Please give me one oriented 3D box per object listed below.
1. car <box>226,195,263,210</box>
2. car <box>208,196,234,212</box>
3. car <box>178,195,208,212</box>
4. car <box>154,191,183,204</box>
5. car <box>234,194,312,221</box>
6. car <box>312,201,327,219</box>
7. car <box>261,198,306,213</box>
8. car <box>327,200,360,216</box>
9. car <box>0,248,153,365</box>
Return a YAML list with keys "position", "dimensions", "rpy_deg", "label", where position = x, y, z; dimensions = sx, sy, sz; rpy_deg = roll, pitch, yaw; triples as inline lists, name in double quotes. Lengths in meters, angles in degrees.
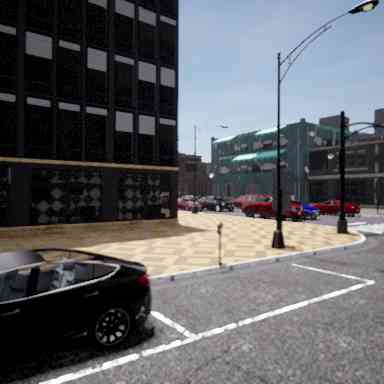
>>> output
- position: [6.075, 1.153, 38.739]
  dimensions: [1.967, 1.590, 4.097]
  rpy_deg: [1, 0, -36]
  label: "car"
- position: [2.353, 1.204, 34.009]
  dimensions: [1.837, 1.490, 4.892]
  rpy_deg: [0, 0, -36]
  label: "car"
- position: [-0.681, 1.247, 33.776]
  dimensions: [1.802, 1.307, 4.206]
  rpy_deg: [1, 0, -36]
  label: "car"
- position: [-3.772, 0.817, 52.146]
  dimensions: [2.192, 1.841, 5.009]
  rpy_deg: [1, 0, -36]
  label: "car"
- position: [5.893, 1.117, 24.837]
  dimensions: [2.192, 1.841, 5.009]
  rpy_deg: [1, 0, -36]
  label: "car"
- position: [7.856, 1.340, 26.514]
  dimensions: [1.812, 1.442, 4.674]
  rpy_deg: [0, 0, -38]
  label: "car"
- position: [9.357, 1.363, 34.268]
  dimensions: [1.802, 1.307, 4.206]
  rpy_deg: [1, 0, -36]
  label: "car"
- position: [12.641, 1.395, 29.799]
  dimensions: [1.887, 1.381, 4.507]
  rpy_deg: [1, 0, -36]
  label: "car"
- position: [-2.629, 1.566, 4.680]
  dimensions: [4.313, 1.339, 1.947]
  rpy_deg: [0, 0, -36]
  label: "car"
